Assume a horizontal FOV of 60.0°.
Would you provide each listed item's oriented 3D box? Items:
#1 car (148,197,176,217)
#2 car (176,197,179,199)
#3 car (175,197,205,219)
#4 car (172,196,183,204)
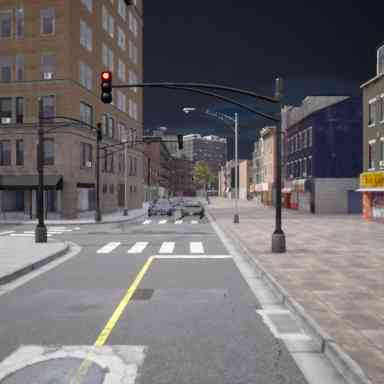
[{"bbox_3d":[-2.880,1.358,31.197,2.097,1.767,4.553,0,0,0],"label":"car"},{"bbox_3d":[-2.889,1.516,40.892,1.837,1.490,4.892,0,0,0],"label":"car"},{"bbox_3d":[0.070,1.496,28.814,2.128,1.511,4.902,0,0,3],"label":"car"},{"bbox_3d":[-2.820,1.591,66.680,1.994,1.385,4.181,0,0,0],"label":"car"}]
